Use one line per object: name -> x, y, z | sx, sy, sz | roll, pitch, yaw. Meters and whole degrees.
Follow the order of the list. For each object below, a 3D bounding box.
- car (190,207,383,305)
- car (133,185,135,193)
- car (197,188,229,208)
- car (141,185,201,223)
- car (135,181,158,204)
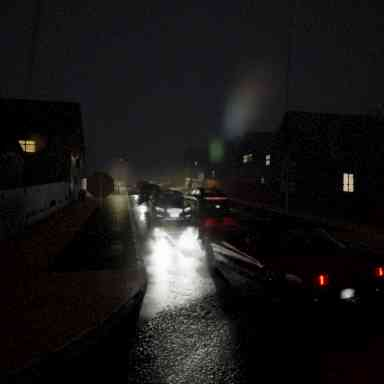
car -> 1.784, 1.295, 7.617 | 1.895, 1.301, 4.718 | -1, 3, -22
car -> -5.682, -0.518, 38.378 | 1.837, 1.490, 4.892 | 1, 4, -12
car -> 0.907, 0.470, 21.417 | 2.128, 1.511, 4.902 | 0, 3, -14
car -> -1.259, 0.641, 17.195 | 2.128, 1.511, 4.902 | 1, 3, -12
car -> -3.389, 0.068, 27.368 | 1.882, 1.535, 5.008 | 0, 3, -12
